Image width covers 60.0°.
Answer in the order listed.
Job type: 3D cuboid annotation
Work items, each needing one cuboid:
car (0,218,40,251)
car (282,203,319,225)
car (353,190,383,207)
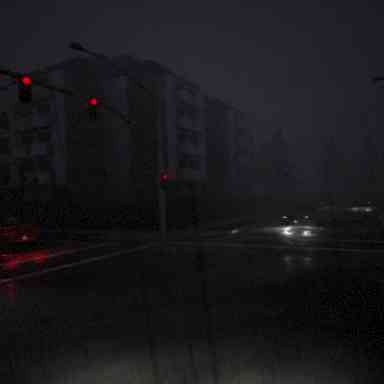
[{"bbox_3d":[-9.660,2.068,16.892,5.008,1.535,1.882,-3,-1,38],"label":"car"},{"bbox_3d":[7.967,1.533,24.067,2.033,1.411,5.357,-3,-1,28],"label":"car"},{"bbox_3d":[23.782,0.833,44.486,5.566,2.045,2.150,-2,-1,-38],"label":"car"}]
